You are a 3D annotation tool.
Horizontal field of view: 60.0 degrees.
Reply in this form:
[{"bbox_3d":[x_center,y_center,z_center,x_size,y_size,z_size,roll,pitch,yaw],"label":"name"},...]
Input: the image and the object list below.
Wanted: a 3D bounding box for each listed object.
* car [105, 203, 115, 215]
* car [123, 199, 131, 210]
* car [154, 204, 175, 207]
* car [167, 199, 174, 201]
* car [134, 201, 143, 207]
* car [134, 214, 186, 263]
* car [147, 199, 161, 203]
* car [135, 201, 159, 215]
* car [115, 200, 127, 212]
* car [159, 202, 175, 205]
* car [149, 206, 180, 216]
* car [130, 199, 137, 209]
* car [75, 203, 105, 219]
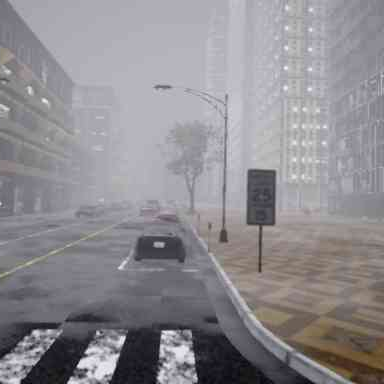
[{"bbox_3d":[-11.086,2.080,40.233,2.008,1.369,4.403,3,-1,-3],"label":"car"},{"bbox_3d":[-12.000,2.385,56.743,1.752,1.417,4.829,3,-1,-3],"label":"car"},{"bbox_3d":[-2.106,2.106,29.570,2.008,1.369,4.403,3,-1,-3],"label":"car"},{"bbox_3d":[-4.963,2.700,75.751,2.150,2.045,5.566,2,-1,-3],"label":"car"},{"bbox_3d":[-13.551,2.967,84.712,1.887,1.381,4.507,3,-1,-3],"label":"car"},{"bbox_3d":[-1.183,1.792,12.890,1.947,1.339,4.313,3,-1,-3],"label":"car"},{"bbox_3d":[-6.012,2.137,51.434,2.150,2.045,5.566,2,-1,-3],"label":"car"},{"bbox_3d":[-5.384,2.199,41.001,2.128,1.511,4.902,2,-1,-4],"label":"car"},{"bbox_3d":[-11.703,2.317,51.353,1.947,1.339,4.313,3,-1,-3],"label":"car"},{"bbox_3d":[-2.722,2.328,40.690,2.008,1.369,4.403,3,-1,-3],"label":"car"},{"bbox_3d":[-1.798,1.990,24.009,1.887,1.381,4.507,3,-1,-3],"label":"car"},{"bbox_3d":[-12.308,2.290,62.479,2.192,1.841,5.009,3,-1,-3],"label":"car"},{"bbox_3d":[-10.779,1.984,34.672,1.947,1.339,4.313,3,-1,-3],"label":"car"}]
